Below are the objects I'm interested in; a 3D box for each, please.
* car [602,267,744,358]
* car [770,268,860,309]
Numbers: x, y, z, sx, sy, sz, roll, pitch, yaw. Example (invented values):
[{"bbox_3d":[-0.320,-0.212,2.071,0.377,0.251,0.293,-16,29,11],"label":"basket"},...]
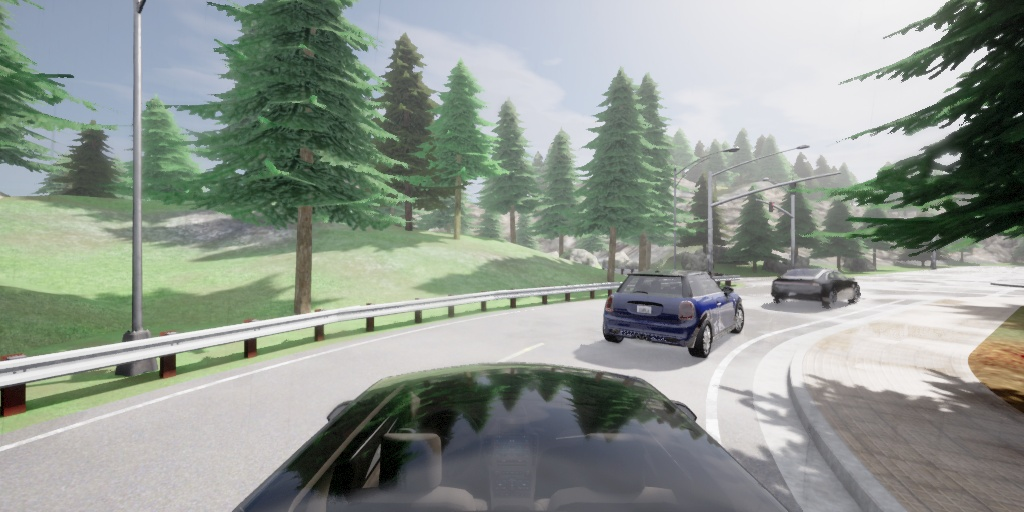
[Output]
[{"bbox_3d":[4.126,1.109,8.857,2.097,1.767,4.553,0,0,43],"label":"car"},{"bbox_3d":[12.808,1.258,15.079,4.902,1.511,2.128,0,0,-33],"label":"car"}]
